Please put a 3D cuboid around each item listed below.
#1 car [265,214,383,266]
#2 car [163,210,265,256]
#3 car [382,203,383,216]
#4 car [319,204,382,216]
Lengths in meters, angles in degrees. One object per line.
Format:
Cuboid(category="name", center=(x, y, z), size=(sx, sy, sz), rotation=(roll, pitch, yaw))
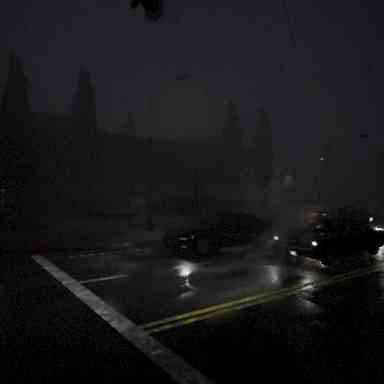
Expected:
Cuboid(category="car", center=(5.029, 1.660, 11.975), size=(4.718, 1.301, 1.895), rotation=(0, 0, -36))
Cuboid(category="car", center=(1.190, 1.529, 13.530), size=(5.008, 1.535, 1.882), rotation=(0, 0, -36))
Cuboid(category="car", center=(15.729, 1.638, 26.431), size=(2.128, 1.511, 4.902), rotation=(0, 0, 36))
Cuboid(category="car", center=(8.663, 1.588, 19.192), size=(4.902, 1.511, 2.128), rotation=(0, 0, -39))
